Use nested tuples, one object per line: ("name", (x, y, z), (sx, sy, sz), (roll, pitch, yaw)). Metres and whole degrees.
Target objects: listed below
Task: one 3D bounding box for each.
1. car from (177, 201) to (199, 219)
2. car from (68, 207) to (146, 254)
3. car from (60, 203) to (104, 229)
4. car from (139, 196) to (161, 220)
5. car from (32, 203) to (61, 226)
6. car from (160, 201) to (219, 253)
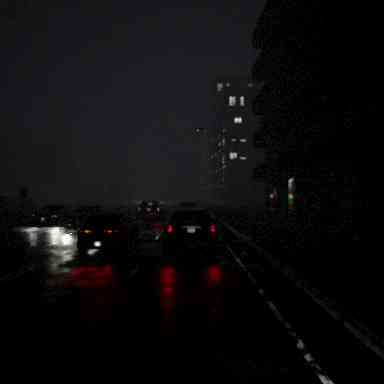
("car", (-0.415, 1.633, 31.505), (1.882, 1.535, 5.008), (0, 0, -2))
("car", (-3.286, 1.571, 13.897), (1.837, 1.490, 4.892), (0, -1, -1))
("car", (-6.866, 1.588, 22.443), (1.882, 1.535, 5.008), (0, -1, -1))
("car", (-3.617, 1.498, 29.582), (2.097, 1.767, 4.553), (0, 0, -1))
("car", (-10.171, 1.631, 24.923), (1.837, 1.490, 4.892), (0, -1, -1))
("car", (-0.040, 1.421, 14.206), (2.097, 1.767, 4.553), (0, 0, -1))
